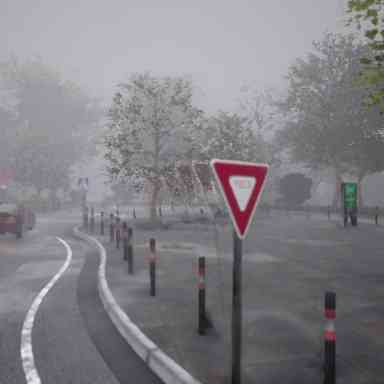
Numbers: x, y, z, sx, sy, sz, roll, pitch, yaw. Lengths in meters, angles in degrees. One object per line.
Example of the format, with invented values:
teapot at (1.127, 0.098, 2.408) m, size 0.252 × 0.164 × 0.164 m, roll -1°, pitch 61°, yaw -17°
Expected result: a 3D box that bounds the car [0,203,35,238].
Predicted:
car at (-8.857, 1.238, 15.921) m, size 1.882 × 1.535 × 5.008 m, roll 1°, pitch 0°, yaw -17°
